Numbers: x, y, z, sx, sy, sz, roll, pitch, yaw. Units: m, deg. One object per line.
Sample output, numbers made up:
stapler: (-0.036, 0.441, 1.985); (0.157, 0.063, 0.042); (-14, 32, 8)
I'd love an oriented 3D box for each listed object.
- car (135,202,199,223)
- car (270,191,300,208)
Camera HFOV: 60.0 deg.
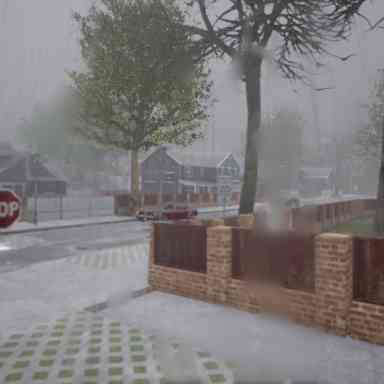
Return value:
car: (-1.602, 1.378, 22.344); (1.895, 1.301, 4.718); (3, 2, 35)
car: (11.538, 0.858, 40.818); (2.150, 2.045, 5.566); (3, 2, 36)
